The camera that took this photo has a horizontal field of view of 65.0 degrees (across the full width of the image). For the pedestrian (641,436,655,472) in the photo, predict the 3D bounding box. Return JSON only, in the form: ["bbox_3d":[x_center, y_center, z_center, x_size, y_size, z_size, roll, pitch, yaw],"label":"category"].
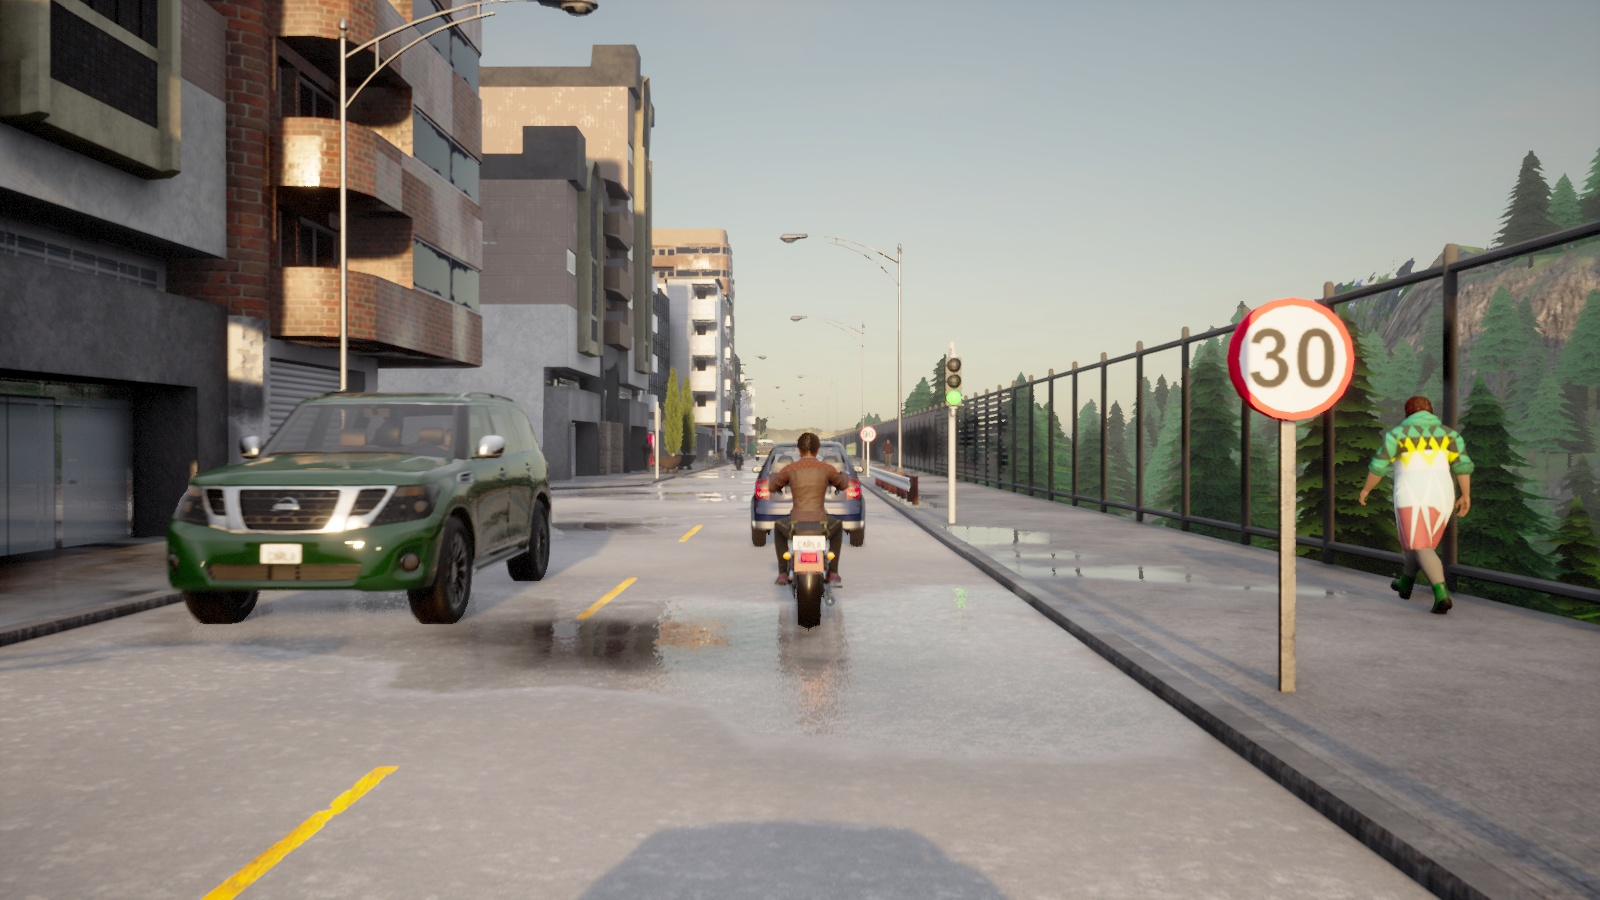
[{"bbox_3d":[-7.908,0.202,65.277,0.563,1.883,0.849,0,0,-17],"label":"pedestrian"}]

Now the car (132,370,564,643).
[{"bbox_3d":[-3.915,0.416,12.202,2.150,2.045,5.566,0,0,0],"label":"car"}]

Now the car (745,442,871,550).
[{"bbox_3d":[0.124,0.650,19.801,1.789,1.549,3.705,0,0,0],"label":"car"}]

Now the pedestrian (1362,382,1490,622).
[{"bbox_3d":[5.284,0.421,10.644,0.659,1.952,0.873,0,0,1],"label":"pedestrian"}]

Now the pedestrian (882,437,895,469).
[{"bbox_3d":[5.238,0.180,74.189,0.634,1.844,0.899,0,0,-4],"label":"pedestrian"}]

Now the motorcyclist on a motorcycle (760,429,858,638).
[{"bbox_3d":[0.077,0.655,11.089,0.766,1.649,2.350,0,0,0],"label":"motorcyclist on a motorcycle"}]
